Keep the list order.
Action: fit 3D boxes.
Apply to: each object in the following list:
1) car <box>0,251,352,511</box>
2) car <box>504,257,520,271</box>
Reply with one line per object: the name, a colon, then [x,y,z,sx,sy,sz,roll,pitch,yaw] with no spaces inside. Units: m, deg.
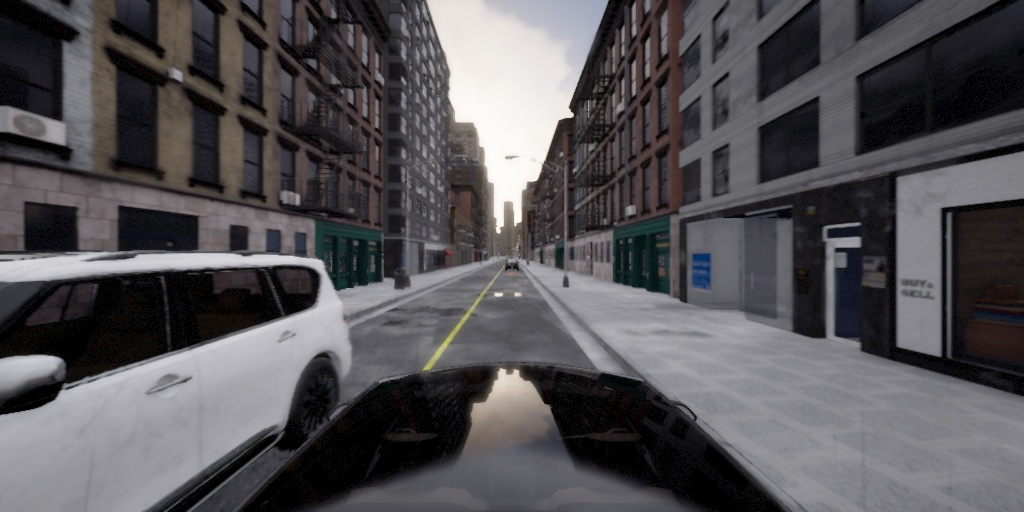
car: [-3.085,0.973,2.260,2.150,2.045,5.566,0,0,0]
car: [0.015,1.192,46.789,1.837,1.490,4.892,0,0,0]
